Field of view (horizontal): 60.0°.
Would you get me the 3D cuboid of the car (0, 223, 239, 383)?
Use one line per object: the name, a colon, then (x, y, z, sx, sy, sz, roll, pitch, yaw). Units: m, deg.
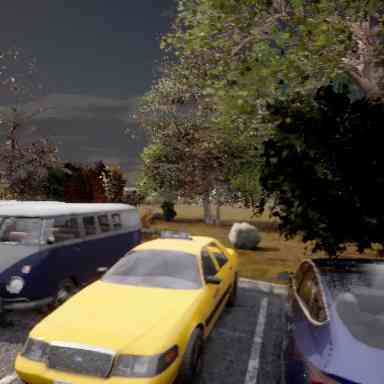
car: (-0.364, 1.479, 5.551, 1.946, 1.575, 5.366, 1, -1, 16)

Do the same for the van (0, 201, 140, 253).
van: (-2.763, 1.256, 7.351, 1.878, 1.987, 4.442, 1, -1, 16)

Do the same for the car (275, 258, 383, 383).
car: (2.110, 1.516, 4.031, 2.163, 1.488, 4.792, 0, -1, 16)
